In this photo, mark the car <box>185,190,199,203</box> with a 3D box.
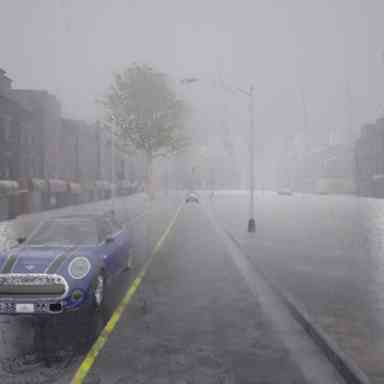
[{"bbox_3d":[0.013,0.899,49.011,1.812,1.442,4.674,0,1,0],"label":"car"}]

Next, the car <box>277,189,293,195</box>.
[{"bbox_3d":[18.801,0.005,66.182,1.802,1.307,4.206,1,0,0],"label":"car"}]

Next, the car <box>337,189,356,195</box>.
[{"bbox_3d":[31.835,0.036,67.905,4.313,1.339,1.947,-1,0,0],"label":"car"}]

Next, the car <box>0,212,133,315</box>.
[{"bbox_3d":[-2.786,1.350,7.819,2.097,1.767,4.553,0,0,0],"label":"car"}]

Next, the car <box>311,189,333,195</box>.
[{"bbox_3d":[26.573,0.101,67.907,4.206,1.307,1.802,-1,0,0],"label":"car"}]

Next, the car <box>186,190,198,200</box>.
[{"bbox_3d":[0.016,0.486,59.275,2.097,1.767,4.553,0,1,0],"label":"car"}]

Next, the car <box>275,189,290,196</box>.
[{"bbox_3d":[18.814,0.159,69.107,1.947,1.339,4.313,1,0,0],"label":"car"}]
